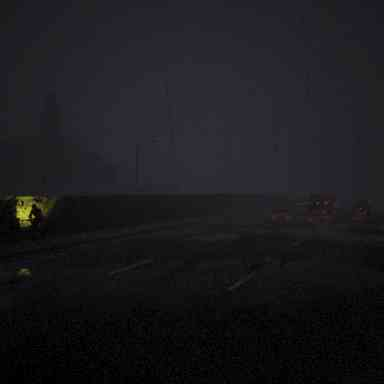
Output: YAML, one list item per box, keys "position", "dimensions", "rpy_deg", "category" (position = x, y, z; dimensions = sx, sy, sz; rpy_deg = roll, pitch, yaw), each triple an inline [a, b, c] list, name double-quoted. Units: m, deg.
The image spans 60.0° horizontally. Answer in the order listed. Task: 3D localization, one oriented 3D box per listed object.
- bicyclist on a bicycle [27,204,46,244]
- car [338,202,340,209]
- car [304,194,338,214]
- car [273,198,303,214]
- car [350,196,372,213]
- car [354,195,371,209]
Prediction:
- position: [-6.485, 1.330, 13.896]
  dimensions: [1.656, 1.620, 0.582]
  rpy_deg: [2, 6, 42]
  category: "bicyclist on a bicycle"
- position: [18.220, 1.600, 43.528]
  dimensions: [1.895, 1.301, 4.718]
  rpy_deg: [0, 0, 29]
  category: "car"
- position: [13.655, 1.221, 35.042]
  dimensions: [2.150, 2.045, 5.566]
  rpy_deg: [0, 0, 29]
  category: "car"
- position: [10.235, 1.477, 35.928]
  dimensions: [1.882, 1.535, 5.008]
  rpy_deg: [0, 0, 28]
  category: "car"
- position: [19.289, 1.504, 37.981]
  dimensions: [1.837, 1.490, 4.892]
  rpy_deg: [0, 0, 28]
  category: "car"
- position: [24.193, 1.351, 47.093]
  dimensions: [2.097, 1.767, 4.553]
  rpy_deg: [0, 0, 28]
  category: "car"
